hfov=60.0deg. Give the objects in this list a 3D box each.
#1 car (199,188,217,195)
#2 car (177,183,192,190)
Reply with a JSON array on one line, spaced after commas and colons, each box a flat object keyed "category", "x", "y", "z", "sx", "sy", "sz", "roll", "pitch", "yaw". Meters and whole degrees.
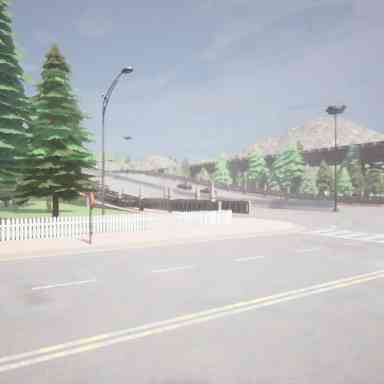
[{"category": "car", "x": 3.467, "y": -0.206, "z": 70.502, "sx": 1.812, "sy": 1.442, "sz": 4.674, "roll": 0, "pitch": 7, "yaw": -34}, {"category": "car", "x": -1.795, "y": -1.378, "z": 78.239, "sx": 2.128, "sy": 1.511, "sz": 4.902, "roll": 0, "pitch": 7, "yaw": -34}]
